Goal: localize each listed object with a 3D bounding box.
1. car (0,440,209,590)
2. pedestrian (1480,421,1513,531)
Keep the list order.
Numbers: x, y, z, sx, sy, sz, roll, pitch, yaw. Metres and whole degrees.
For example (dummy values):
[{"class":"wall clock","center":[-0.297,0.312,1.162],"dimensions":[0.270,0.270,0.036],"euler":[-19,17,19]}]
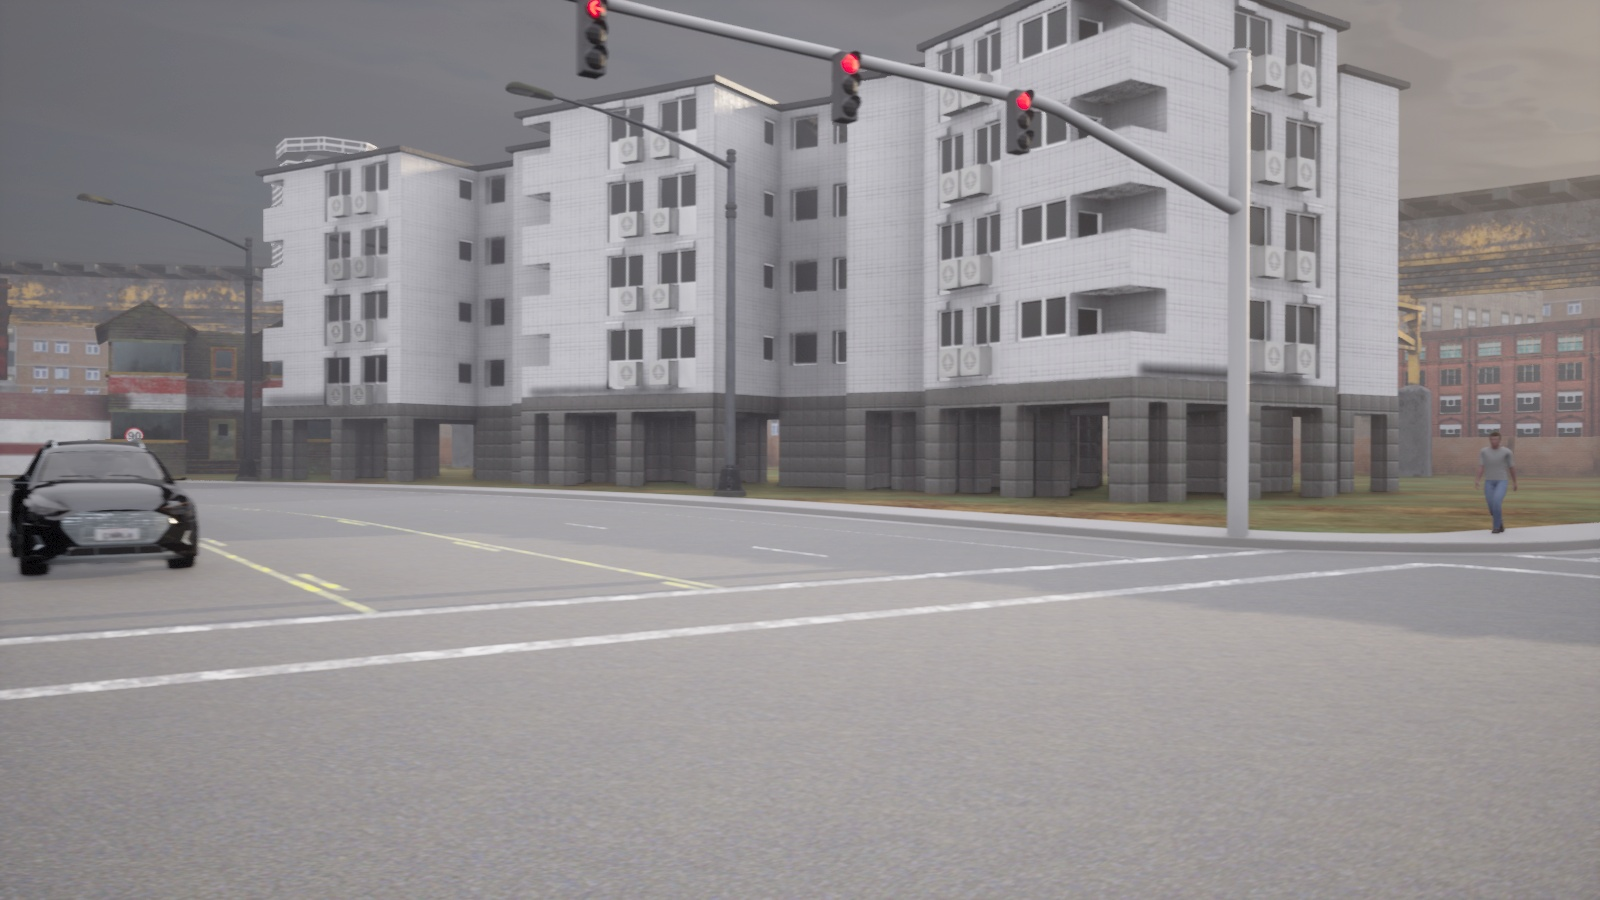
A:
[{"class":"car","center":[-9.410,0.713,16.761],"dimensions":[2.033,1.649,4.856],"euler":[0,1,-34]},{"class":"pedestrian","center":[11.862,0.440,21.381],"dimensions":[0.354,1.836,0.706],"euler":[0,0,42]}]
